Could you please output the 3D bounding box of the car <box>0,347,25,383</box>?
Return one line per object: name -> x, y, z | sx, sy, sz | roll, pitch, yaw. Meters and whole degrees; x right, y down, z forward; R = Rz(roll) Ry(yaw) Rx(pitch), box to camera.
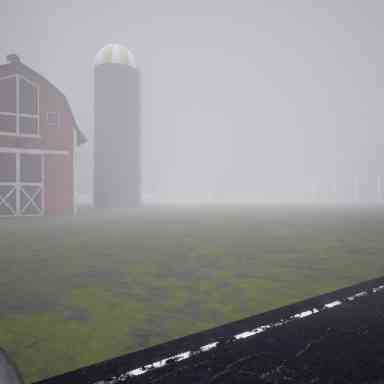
car -> -3.194, 1.547, 0.793 | 5.357, 1.411, 2.033 | 0, 0, -35
